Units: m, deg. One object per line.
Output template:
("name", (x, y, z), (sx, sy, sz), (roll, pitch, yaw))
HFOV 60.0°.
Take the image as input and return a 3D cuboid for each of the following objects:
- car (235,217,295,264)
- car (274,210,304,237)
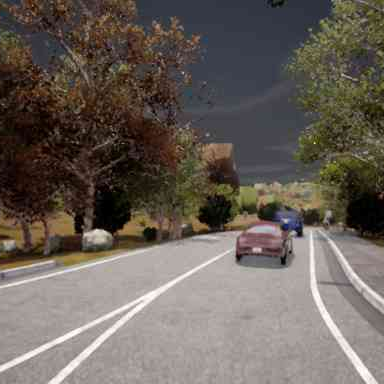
("car", (2.979, 1.892, 13.402), (1.812, 1.442, 4.674), (0, -2, 20))
("car", (7.895, 2.541, 27.248), (2.150, 2.045, 5.566), (0, -5, 20))
